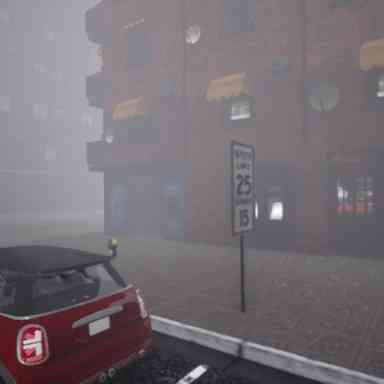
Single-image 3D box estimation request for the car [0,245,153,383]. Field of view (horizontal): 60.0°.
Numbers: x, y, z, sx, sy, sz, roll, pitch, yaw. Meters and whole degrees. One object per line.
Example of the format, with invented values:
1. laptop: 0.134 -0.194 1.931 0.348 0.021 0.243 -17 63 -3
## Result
1. car: -2.577 1.487 4.716 4.097 1.590 1.967 -1 -1 36
